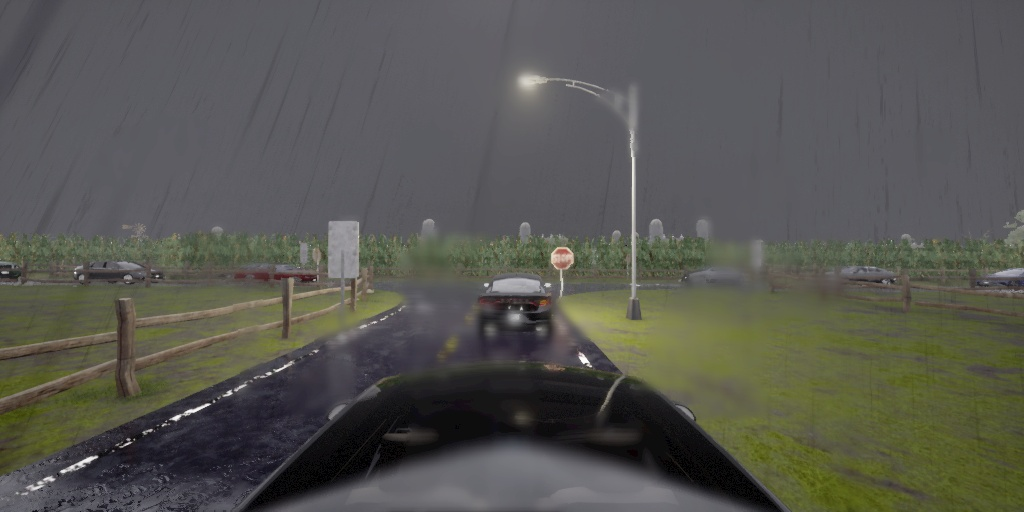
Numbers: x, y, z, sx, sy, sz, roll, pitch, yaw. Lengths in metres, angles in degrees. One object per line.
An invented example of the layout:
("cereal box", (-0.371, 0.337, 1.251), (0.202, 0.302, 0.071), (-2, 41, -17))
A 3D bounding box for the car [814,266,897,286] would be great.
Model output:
("car", (24.835, 1.481, 26.039), (4.902, 1.511, 2.128), (0, -1, 0))

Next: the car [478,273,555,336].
("car", (0.152, 1.230, 10.478), (1.882, 1.535, 5.008), (0, 0, 2))

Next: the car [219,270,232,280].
("car", (-18.258, 1.207, 26.357), (5.357, 1.411, 2.033), (0, -1, 1))

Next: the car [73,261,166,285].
("car", (-25.609, 1.066, 23.463), (4.892, 1.490, 1.837), (0, -1, 1))

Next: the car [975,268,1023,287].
("car", (36.657, 1.618, 25.936), (4.674, 1.442, 1.812), (0, -1, 1))

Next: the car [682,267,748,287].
("car", (14.719, 1.470, 26.116), (4.181, 1.385, 1.994), (0, -1, 1))

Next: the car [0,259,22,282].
("car", (-35.973, 0.717, 23.549), (5.566, 2.045, 2.150), (0, -1, 1))

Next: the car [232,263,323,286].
("car", (-14.979, 1.233, 23.316), (4.718, 1.301, 1.895), (0, -1, 2))
